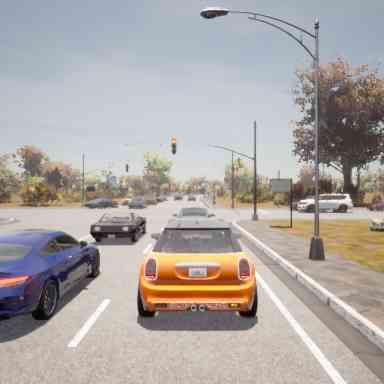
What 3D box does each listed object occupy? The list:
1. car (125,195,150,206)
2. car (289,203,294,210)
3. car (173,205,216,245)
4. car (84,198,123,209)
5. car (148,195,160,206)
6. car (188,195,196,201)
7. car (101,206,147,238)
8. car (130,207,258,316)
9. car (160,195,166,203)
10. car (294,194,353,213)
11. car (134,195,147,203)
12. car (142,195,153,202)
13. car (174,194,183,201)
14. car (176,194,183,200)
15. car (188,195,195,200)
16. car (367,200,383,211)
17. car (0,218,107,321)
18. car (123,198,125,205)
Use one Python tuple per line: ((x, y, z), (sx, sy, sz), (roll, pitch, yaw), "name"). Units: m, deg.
((-7.122, 1.507, 43.782), (1.837, 1.490, 4.892), (0, -1, 0), "car")
((14.064, 1.505, 39.639), (4.892, 1.490, 1.837), (0, 0, 3), "car")
((0.091, 1.505, 16.605), (1.837, 1.490, 4.892), (0, 0, 0), "car")
((-12.244, 1.547, 45.300), (2.033, 1.411, 5.357), (0, 0, 24), "car")
((-7.112, 1.477, 56.427), (1.882, 1.535, 5.008), (0, 0, 0), "car")
((-0.041, 1.552, 84.331), (1.994, 1.385, 4.181), (0, 0, 0), "car")
((-3.409, 1.601, 16.338), (1.895, 1.301, 4.718), (0, 0, 0), "car")
((0.096, 1.352, 7.647), (2.097, 1.767, 4.553), (0, 0, 0), "car")
((-7.036, 1.601, 69.090), (1.895, 1.301, 4.718), (0, 0, 0), "car")
((14.447, 1.221, 36.110), (5.566, 2.045, 2.150), (0, 0, 3), "car")
((-10.536, 1.477, 68.802), (1.882, 1.535, 5.008), (0, 0, 0), "car")
((-10.541, 1.525, 79.023), (2.128, 1.511, 4.902), (0, 0, 0), "car")
((-3.540, 1.492, 84.617), (1.837, 1.490, 4.892), (0, 0, 0), "car")
((-3.505, 1.374, 95.025), (1.812, 1.442, 4.674), (0, 0, 1), "car")
((-0.007, 1.595, 94.785), (1.895, 1.301, 4.718), (0, 0, 1), "car")
((22.954, 1.556, 39.160), (4.181, 1.385, 1.994), (0, 0, 3), "car")
((-3.404, 1.526, 7.180), (1.812, 1.442, 4.674), (0, 0, 0), "car")
((-10.611, 1.352, 56.946), (2.097, 1.767, 4.553), (0, 0, 0), "car")
